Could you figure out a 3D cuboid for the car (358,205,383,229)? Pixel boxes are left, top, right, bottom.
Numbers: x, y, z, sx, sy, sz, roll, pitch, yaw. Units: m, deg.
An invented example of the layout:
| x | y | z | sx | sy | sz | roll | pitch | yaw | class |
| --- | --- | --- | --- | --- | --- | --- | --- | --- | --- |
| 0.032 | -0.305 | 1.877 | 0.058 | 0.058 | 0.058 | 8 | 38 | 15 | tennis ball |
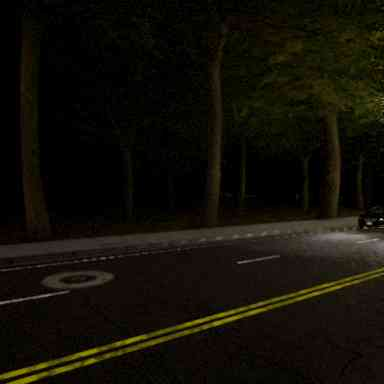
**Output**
| x | y | z | sx | sy | sz | roll | pitch | yaw | class |
| --- | --- | --- | --- | --- | --- | --- | --- | --- | --- |
| 12.065 | 1.522 | 20.331 | 4.902 | 1.511 | 2.128 | 0 | 0 | -36 | car |
